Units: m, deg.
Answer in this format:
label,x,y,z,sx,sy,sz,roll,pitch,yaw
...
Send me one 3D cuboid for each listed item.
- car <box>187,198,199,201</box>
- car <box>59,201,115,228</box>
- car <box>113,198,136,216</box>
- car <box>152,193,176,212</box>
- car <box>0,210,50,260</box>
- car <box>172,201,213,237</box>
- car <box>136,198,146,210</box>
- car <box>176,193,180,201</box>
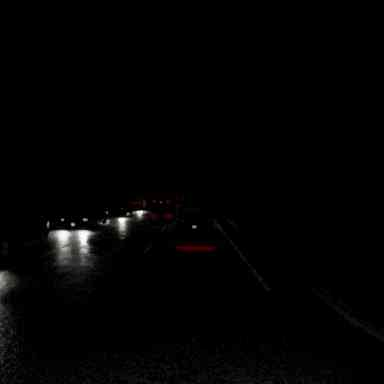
label,x,y,z,sx,sy,sz,roll,pitch,yaw
car,0.109,1.480,40.499,2.128,1.511,4.902,0,0,0
car,-7.025,1.541,22.330,2.033,1.411,5.357,0,0,0
car,-6.992,1.469,32.138,1.882,1.535,5.008,0,0,0
car,-3.392,1.211,38.848,2.150,2.045,5.566,0,0,0
car,-7.082,1.502,12.550,1.837,1.490,4.892,0,0,0
car,0.104,1.472,18.095,1.882,1.535,5.008,0,0,0
car,-6.990,1.466,42.164,1.882,1.535,5.008,0,0,0
car,-3.380,1.194,60.953,2.150,2.045,5.566,0,-1,-1
